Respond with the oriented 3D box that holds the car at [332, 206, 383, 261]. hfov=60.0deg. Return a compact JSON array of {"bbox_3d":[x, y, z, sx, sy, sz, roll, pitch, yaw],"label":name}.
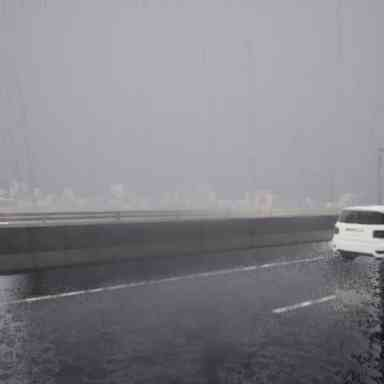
[{"bbox_3d":[7.663,1.527,12.425,5.566,2.045,2.150,1,-1,-31],"label":"car"}]
